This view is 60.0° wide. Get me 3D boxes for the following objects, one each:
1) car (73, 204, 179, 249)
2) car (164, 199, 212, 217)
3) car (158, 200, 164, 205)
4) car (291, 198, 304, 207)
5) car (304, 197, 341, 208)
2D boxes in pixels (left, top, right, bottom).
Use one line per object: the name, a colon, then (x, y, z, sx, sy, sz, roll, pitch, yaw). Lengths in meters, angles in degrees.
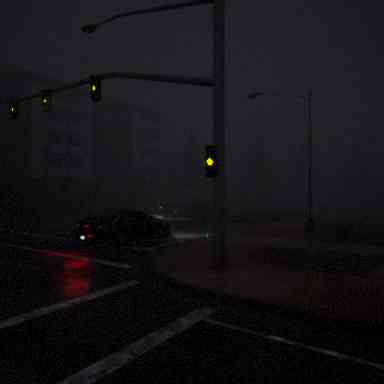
car: (-2.863, 1.502, 14.737, 1.837, 1.490, 4.892, 0, -1, 33)
car: (0.021, 1.471, 31.647, 2.128, 1.511, 4.902, 0, 0, 38)
car: (-2.354, 1.501, 34.248, 1.812, 1.442, 4.674, 0, 0, 38)
car: (17.191, 1.585, 49.719, 4.718, 1.301, 1.895, 0, 0, -24)
car: (18.508, 1.494, 46.474, 4.892, 1.490, 1.837, 1, 0, -24)
